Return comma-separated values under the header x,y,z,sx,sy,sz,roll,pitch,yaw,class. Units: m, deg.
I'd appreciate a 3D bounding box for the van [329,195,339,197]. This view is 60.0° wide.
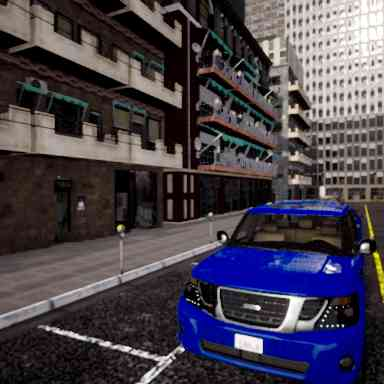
x,y,z,sx,sy,sz,roll,pitch,yaw,class
15.075,1.325,37.109,1.690,1.788,3.998,-1,0,27,van

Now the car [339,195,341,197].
x,y,z,sx,sy,sz,roll,pitch,yaw,class
20.137,1.292,46.986,2.192,1.841,5.009,-1,0,27,car

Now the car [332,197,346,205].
x,y,z,sx,sy,sz,roll,pitch,yaw,class
25.201,1.515,56.861,1.887,1.381,4.507,-1,0,27,car

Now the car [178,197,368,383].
x,y,z,sx,sy,sz,roll,pitch,yaw,class
1.868,1.219,5.898,2.150,2.045,5.566,0,0,28,car

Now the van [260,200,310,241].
x,y,z,sx,sy,sz,roll,pitch,yaw,class
4.951,1.334,17.356,1.690,1.788,3.998,-1,0,27,van

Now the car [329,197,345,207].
x,y,z,sx,sy,sz,roll,pitch,yaw,class
22.670,1.540,51.923,1.947,1.339,4.313,-1,0,27,car
